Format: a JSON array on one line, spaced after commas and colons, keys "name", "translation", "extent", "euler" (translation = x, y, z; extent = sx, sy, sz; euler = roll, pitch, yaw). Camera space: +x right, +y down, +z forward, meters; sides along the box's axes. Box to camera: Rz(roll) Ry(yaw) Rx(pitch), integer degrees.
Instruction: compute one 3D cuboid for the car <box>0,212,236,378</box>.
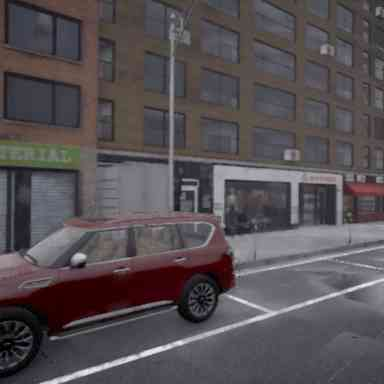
[{"name": "car", "translation": [-1.465, 1.321, 5.708], "extent": [5.009, 1.841, 2.192], "euler": [0, 0, -36]}]
